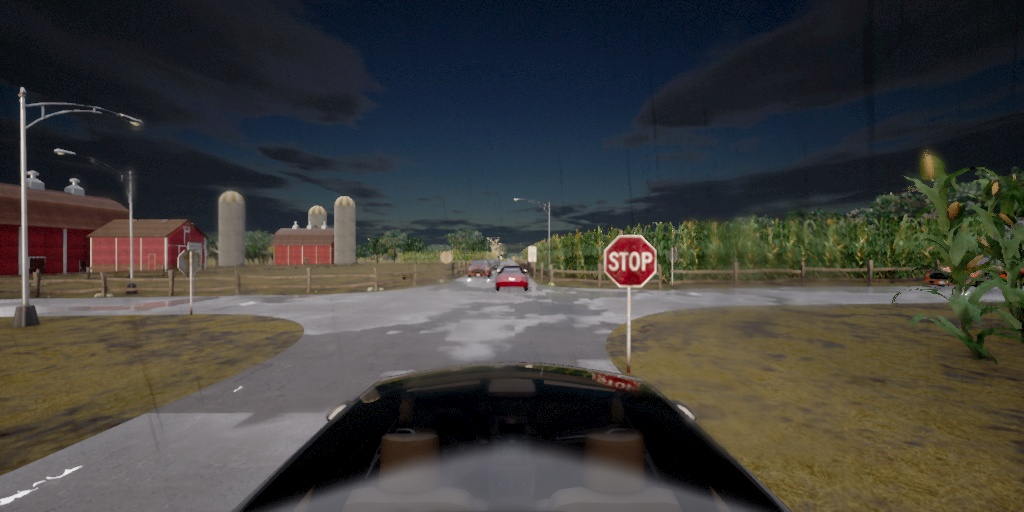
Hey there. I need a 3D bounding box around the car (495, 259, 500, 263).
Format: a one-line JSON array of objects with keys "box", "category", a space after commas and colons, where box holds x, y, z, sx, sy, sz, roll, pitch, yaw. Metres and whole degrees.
[{"box": [-3.068, 1.273, 49.110, 1.837, 1.490, 4.892, 0, 0, 0], "category": "car"}]

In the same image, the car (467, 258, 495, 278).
[{"box": [-3.000, 1.110, 33.955, 2.097, 1.767, 4.553, 0, 0, 0], "category": "car"}]

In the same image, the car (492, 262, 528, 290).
[{"box": [-0.008, 1.316, 22.832, 1.994, 1.385, 4.181, 0, 0, 0], "category": "car"}]

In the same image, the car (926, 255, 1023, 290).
[{"box": [23.881, 0.724, 18.002, 4.553, 1.767, 2.097, -1, 0, 0], "category": "car"}]
